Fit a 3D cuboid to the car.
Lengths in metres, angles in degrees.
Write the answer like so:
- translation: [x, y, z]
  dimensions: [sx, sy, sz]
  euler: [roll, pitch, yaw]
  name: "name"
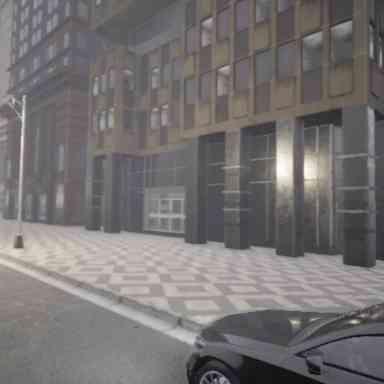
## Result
- translation: [1.994, 1.717, 2.906]
  dimensions: [4.674, 1.442, 1.812]
  euler: [-1, -4, 45]
  name: "car"
